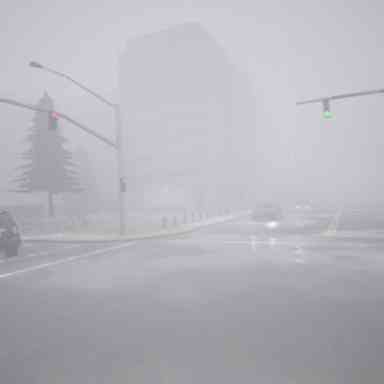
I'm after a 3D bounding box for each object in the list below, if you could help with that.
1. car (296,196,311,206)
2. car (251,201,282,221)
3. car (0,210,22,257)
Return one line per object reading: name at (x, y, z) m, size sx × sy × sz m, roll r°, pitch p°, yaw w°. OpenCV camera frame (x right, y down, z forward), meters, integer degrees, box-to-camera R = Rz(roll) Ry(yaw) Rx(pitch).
car at (17.100, 1.318, 50.916) m, size 2.033 × 1.411 × 5.357 m, roll -3°, pitch -1°, yaw 25°
car at (6.287, 1.580, 27.781) m, size 1.837 × 1.490 × 4.892 m, roll -3°, pitch 0°, yaw 25°
car at (-9.662, 1.902, 14.672) m, size 5.566 × 2.045 × 2.150 m, roll -4°, pitch 2°, yaw 39°
